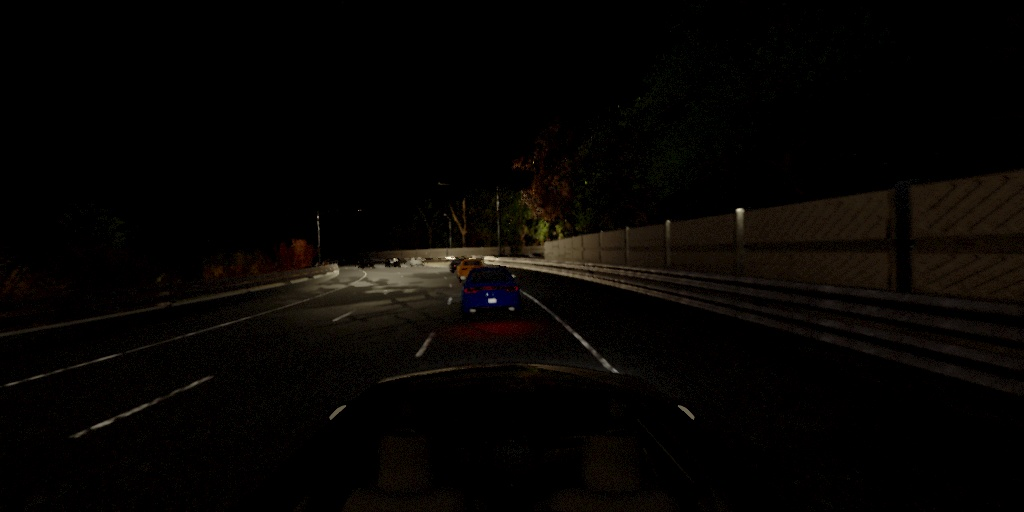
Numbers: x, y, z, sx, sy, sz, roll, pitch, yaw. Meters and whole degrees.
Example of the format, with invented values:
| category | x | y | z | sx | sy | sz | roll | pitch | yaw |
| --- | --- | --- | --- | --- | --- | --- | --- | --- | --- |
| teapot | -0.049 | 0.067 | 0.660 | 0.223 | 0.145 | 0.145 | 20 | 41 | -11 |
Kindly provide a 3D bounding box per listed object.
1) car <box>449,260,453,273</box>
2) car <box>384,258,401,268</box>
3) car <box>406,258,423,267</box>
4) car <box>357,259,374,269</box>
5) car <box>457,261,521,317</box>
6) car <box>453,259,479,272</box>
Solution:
| category | x | y | z | sx | sy | sz | roll | pitch | yaw |
| --- | --- | --- | --- | --- | --- | --- | --- | --- | --- |
| car | -5.819 | 1.008 | 39.144 | 2.033 | 1.411 | 5.357 | -2 | 1 | -13 |
| car | -19.286 | 1.150 | 57.604 | 2.128 | 1.511 | 4.902 | -2 | 1 | -30 |
| car | -16.049 | 1.056 | 58.983 | 1.812 | 1.442 | 4.674 | -2 | 1 | -30 |
| car | -23.797 | 1.279 | 58.247 | 1.882 | 1.535 | 5.008 | -2 | 1 | -33 |
| car | -0.845 | 1.132 | 13.071 | 1.882 | 1.535 | 5.008 | -2 | 1 | -6 |
| car | -3.138 | 1.015 | 27.065 | 1.882 | 1.535 | 5.008 | -2 | 1 | -12 |
